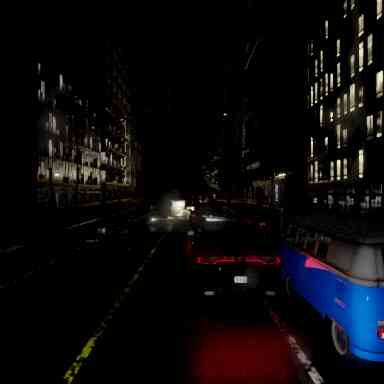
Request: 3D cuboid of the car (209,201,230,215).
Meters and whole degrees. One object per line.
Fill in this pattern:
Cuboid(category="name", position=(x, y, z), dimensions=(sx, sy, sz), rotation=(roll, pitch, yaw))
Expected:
Cuboid(category="car", position=(2.730, 1.581, 34.100), dimensions=(1.802, 1.307, 4.206), rotation=(0, 0, 0))

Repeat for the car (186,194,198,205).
Cuboid(category="car", position=(0.068, 1.327, 59.392), dimensions=(2.097, 1.767, 4.553), rotation=(0, 0, 0))

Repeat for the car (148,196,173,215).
Cuboid(category="car", position=(-2.960, 1.476, 34.138), dimensions=(1.882, 1.535, 5.008), rotation=(0, 0, 0))

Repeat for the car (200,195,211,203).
Cuboid(category="car", position=(2.769, 1.401, 68.255), dimensions=(1.967, 1.590, 4.097), rotation=(0, 0, 0))

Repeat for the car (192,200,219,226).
Cuboid(category="car", position=(0.929, 1.455, 24.850), dimensions=(1.801, 1.575, 5.366), rotation=(0, 0, 0))

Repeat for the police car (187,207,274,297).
Cuboid(category="police car", position=(0.911, 1.425, 8.769), dimensions=(1.930, 1.638, 5.238), rotation=(0, 0, 0))

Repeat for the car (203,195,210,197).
Cuboid(category="car", position=(2.743, 1.544, 45.485), dimensions=(2.008, 1.369, 4.403), rotation=(0, 0, 0))

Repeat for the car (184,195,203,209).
Cuboid(category="car", position=(0.060, 1.345, 45.440), dimensions=(2.097, 1.767, 4.553), rotation=(0, 0, 0))

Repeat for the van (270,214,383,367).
Cuboid(category="van", position=(2.698, 1.341, 5.639), dimensions=(1.690, 1.788, 3.998), rotation=(0, 0, 0))

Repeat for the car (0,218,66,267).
Cuboid(category="car", position=(-5.677, 1.582, 11.343), dimensions=(1.802, 1.307, 4.206), rotation=(0, 0, 0))

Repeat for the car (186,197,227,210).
Cuboid(category="car", position=(0.873, 1.351, 18.622), dimensions=(2.097, 1.767, 4.553), rotation=(0, 0, 0))

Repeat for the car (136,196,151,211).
Cuboid(category="car", position=(-5.644, 1.548, 39.806), dimensions=(2.008, 1.369, 4.403), rotation=(0, 0, 0))

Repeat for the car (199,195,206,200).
Cuboid(category="car", position=(2.796, 1.462, 91.025), dimensions=(1.887, 1.381, 4.507), rotation=(0, 0, 0))

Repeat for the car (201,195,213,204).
Cuboid(category="car", position=(2.763, 1.410, 62.563), dimensions=(1.967, 1.590, 4.097), rotation=(0, 0, 0))
